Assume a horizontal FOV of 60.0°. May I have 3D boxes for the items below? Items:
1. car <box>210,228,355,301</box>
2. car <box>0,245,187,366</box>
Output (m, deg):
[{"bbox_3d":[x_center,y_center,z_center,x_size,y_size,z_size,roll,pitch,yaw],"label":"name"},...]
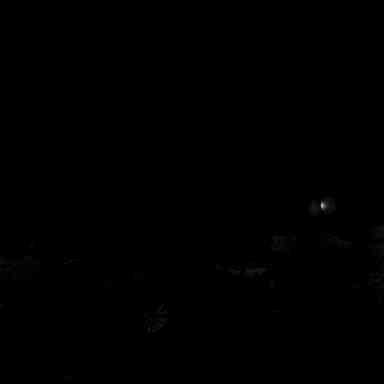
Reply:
[{"bbox_3d":[2.392,1.582,8.246,4.206,1.307,1.802,0,0,-36],"label":"car"},{"bbox_3d":[-2.086,1.566,5.049,4.313,1.339,1.947,0,0,-36],"label":"car"}]
